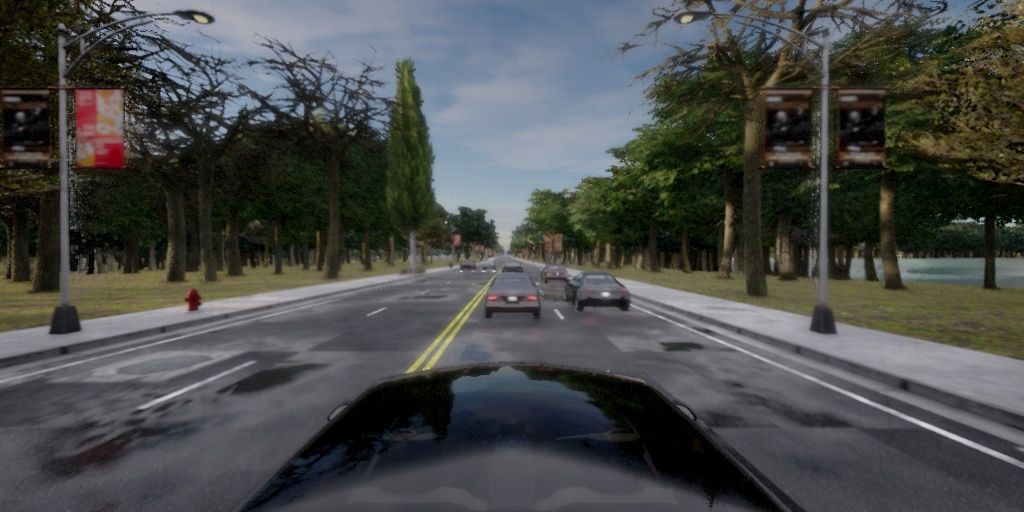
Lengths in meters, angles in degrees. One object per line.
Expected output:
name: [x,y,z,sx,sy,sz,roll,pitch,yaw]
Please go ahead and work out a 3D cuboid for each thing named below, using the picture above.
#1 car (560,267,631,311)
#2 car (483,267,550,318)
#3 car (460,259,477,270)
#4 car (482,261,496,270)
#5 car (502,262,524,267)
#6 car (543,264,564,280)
car: [3.305,1.324,14.572,1.994,1.385,4.181,0,0,0]
car: [0.040,1.307,13.081,2.033,1.411,5.357,0,0,1]
car: [-6.590,1.263,54.326,2.097,1.767,4.553,0,0,0]
car: [-3.340,1.435,53.933,1.812,1.442,4.674,0,0,0]
car: [0.068,1.286,33.258,1.882,1.535,5.008,0,0,0]
car: [3.286,1.339,28.107,2.033,1.411,5.357,0,0,1]
